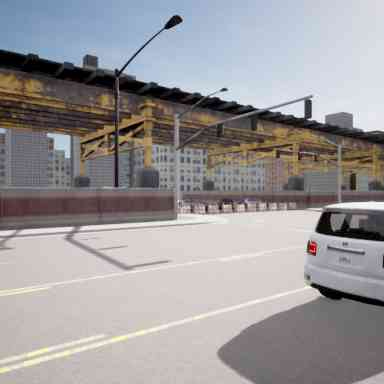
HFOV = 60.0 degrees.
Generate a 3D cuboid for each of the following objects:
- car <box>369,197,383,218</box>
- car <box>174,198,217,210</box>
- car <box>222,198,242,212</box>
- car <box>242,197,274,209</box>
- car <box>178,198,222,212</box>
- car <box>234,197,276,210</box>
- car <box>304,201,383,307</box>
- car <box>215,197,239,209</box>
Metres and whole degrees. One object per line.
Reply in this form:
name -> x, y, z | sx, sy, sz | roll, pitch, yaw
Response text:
car -> 17.989, 1.352, 29.630 | 4.553, 1.767, 2.097 | 0, 0, -35
car -> 0.379, 1.295, 36.592 | 4.536, 1.218, 1.853 | 0, 0, 8
car -> 4.182, 1.453, 39.260 | 2.038, 1.542, 4.974 | 0, 0, 18
car -> 8.050, 1.295, 43.004 | 4.536, 1.218, 1.853 | 0, 0, -7
car -> 0.431, 1.453, 36.585 | 4.974, 1.542, 2.038 | 0, 0, 8
car -> 8.102, 1.453, 43.011 | 4.974, 1.542, 2.038 | 0, 0, -7
car -> 4.782, 1.221, 7.168 | 5.566, 2.045, 2.150 | 0, 0, -35
car -> 4.198, 1.295, 39.310 | 1.853, 1.218, 4.536 | 0, 0, 18
